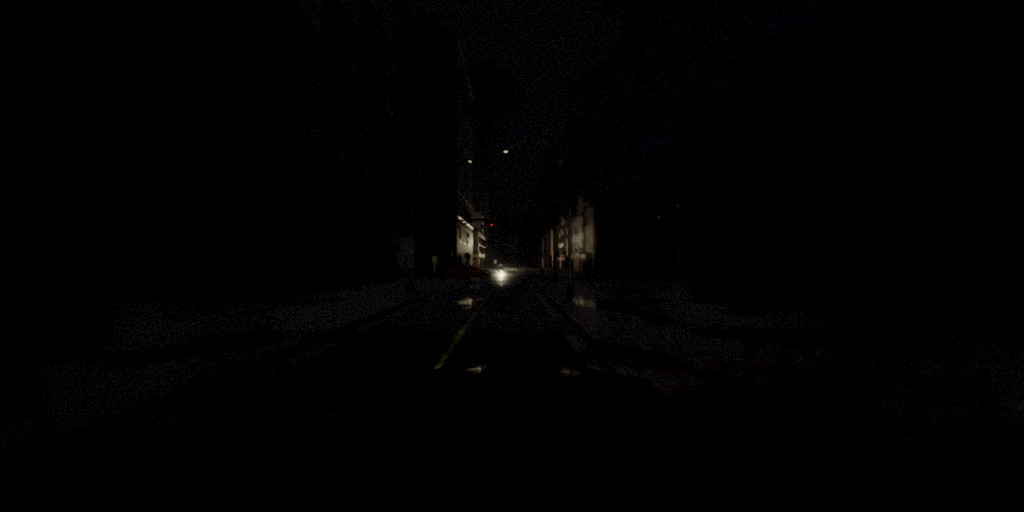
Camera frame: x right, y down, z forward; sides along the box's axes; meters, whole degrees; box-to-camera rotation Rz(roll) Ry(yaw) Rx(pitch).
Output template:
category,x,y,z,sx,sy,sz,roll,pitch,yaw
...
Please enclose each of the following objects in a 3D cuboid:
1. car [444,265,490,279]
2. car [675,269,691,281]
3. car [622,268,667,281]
category,x,y,z,sx,sy,sz,roll,pitch,yaw
car,-4.878,1.719,38.586,5.008,1.535,1.882,1,-1,0
car,19.022,1.872,36.002,4.829,1.417,1.751,0,0,0
car,13.229,1.868,35.993,4.313,1.339,1.948,0,0,0
